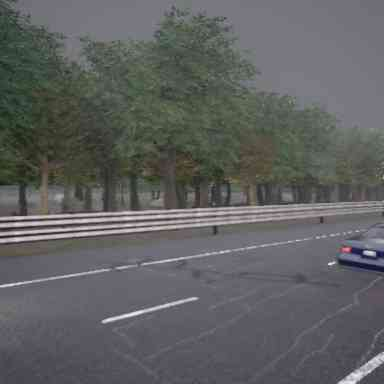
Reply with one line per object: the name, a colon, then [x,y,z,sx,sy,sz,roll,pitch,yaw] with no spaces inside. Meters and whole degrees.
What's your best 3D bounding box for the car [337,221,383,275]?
car: [6.283,1.529,9.581,5.357,1.411,2.033,0,0,-38]
